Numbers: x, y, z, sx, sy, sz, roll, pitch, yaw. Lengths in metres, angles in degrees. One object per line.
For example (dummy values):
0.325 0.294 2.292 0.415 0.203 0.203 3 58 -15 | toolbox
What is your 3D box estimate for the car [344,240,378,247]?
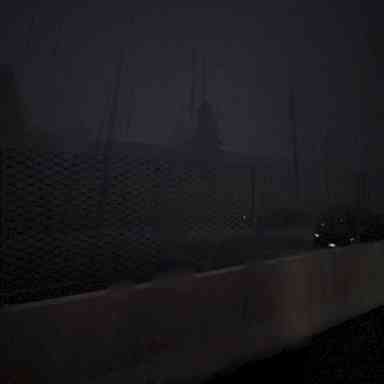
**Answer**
7.230 1.556 13.680 5.357 1.411 2.033 0 0 -36 | car
